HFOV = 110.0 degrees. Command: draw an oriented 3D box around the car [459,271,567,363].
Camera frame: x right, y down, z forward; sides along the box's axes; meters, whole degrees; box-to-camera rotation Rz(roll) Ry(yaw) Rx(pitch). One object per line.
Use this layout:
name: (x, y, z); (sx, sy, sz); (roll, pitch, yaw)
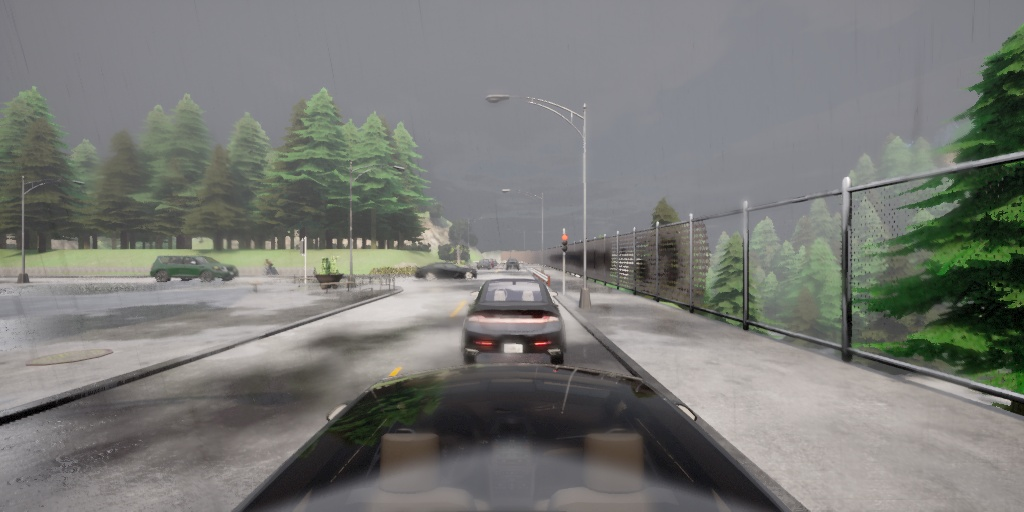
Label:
car: (0.047, 1.241, 8.061); (2.128, 1.511, 4.902); (0, 0, 1)

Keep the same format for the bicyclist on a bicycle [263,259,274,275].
bicyclist on a bicycle: (-24.152, 1.099, 35.543); (0.582, 1.620, 1.656); (0, 0, 0)

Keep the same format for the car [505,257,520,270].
car: (0.107, 1.255, 53.877); (1.837, 1.490, 4.892); (0, 0, 0)

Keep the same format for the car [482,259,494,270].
car: (-4.089, 1.255, 52.481); (1.837, 1.490, 4.892); (0, 0, 0)

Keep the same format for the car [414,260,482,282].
car: (-5.329, 1.228, 28.872); (5.008, 1.535, 1.882); (0, 1, -25)

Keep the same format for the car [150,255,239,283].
car: (-23.960, 0.965, 27.146); (5.566, 2.045, 2.150); (1, 0, 0)

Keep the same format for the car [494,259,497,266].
car: (-4.062, 1.228, 62.004); (1.882, 1.535, 5.008); (0, 0, 0)
